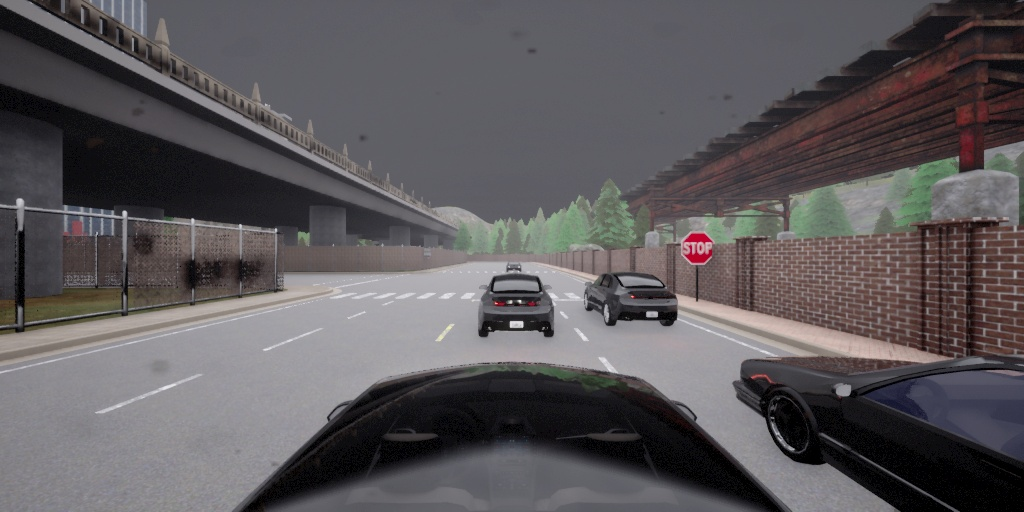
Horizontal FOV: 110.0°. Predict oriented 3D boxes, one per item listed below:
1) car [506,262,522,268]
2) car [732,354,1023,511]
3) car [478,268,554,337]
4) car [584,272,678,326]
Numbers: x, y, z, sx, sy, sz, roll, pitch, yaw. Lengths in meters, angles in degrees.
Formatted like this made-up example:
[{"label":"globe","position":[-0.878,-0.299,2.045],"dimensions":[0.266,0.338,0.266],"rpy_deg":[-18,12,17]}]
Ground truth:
[{"label":"car","position":[0.227,1.351,45.484],"dimensions":[1.895,1.301,4.718],"rpy_deg":[0,0,-1]},{"label":"car","position":[3.600,1.297,1.883],"dimensions":[2.033,1.411,5.357],"rpy_deg":[0,0,0]},{"label":"car","position":[0.104,1.255,10.273],"dimensions":[1.837,1.490,4.892],"rpy_deg":[0,0,0]},{"label":"car","position":[3.607,1.255,11.629],"dimensions":[1.837,1.490,4.892],"rpy_deg":[0,0,0]}]
